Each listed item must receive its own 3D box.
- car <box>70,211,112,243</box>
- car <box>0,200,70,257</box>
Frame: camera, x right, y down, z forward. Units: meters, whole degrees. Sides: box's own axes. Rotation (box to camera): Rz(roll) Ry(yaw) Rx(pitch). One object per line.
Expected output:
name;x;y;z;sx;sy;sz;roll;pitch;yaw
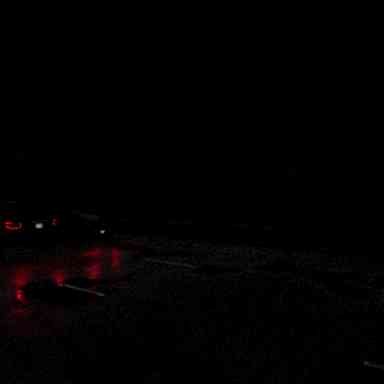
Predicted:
car;-6.019;1.661;16.764;4.674;1.442;1.812;0;0;36
car;-7.765;1.349;13.705;5.566;2.045;2.150;0;0;36
